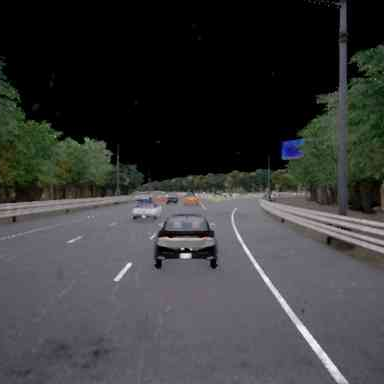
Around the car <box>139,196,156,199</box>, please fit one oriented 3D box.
[{"bbox_3d":[-6.958,1.370,49.898,1.882,1.535,5.008,0,0,0],"label":"car"}]

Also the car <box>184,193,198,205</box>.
[{"bbox_3d":[-0.053,1.258,54.990,2.097,1.767,4.553,0,0,0],"label":"car"}]

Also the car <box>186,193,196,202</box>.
[{"bbox_3d":[-0.326,1.147,76.979,2.150,2.045,5.566,0,0,-2],"label":"car"}]

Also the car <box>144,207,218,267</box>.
[{"bbox_3d":[-0.176,1.483,11.294,2.128,1.511,4.902,0,0,0],"label":"car"}]

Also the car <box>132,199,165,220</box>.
[{"bbox_3d":[-3.622,1.550,27.541,1.895,1.301,4.718,0,0,1],"label":"car"}]

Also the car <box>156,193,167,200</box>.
[{"bbox_3d":[-7.316,1.262,76.629,2.097,1.767,4.553,0,0,-2],"label":"car"}]

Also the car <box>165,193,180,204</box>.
[{"bbox_3d":[-3.463,1.399,60.852,1.837,1.490,4.892,0,0,0],"label":"car"}]
